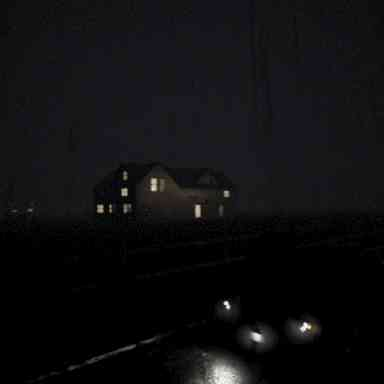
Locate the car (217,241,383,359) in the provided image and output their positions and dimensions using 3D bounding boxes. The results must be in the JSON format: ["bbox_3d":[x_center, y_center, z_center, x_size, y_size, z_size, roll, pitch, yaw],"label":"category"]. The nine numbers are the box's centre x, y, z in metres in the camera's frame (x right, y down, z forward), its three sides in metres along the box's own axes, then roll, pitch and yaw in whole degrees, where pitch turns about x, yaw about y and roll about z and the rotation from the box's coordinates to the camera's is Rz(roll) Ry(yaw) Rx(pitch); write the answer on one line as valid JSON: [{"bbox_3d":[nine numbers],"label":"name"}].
[{"bbox_3d":[2.929,1.724,6.569,5.357,1.411,2.033,0,-3,-41],"label":"car"}]
